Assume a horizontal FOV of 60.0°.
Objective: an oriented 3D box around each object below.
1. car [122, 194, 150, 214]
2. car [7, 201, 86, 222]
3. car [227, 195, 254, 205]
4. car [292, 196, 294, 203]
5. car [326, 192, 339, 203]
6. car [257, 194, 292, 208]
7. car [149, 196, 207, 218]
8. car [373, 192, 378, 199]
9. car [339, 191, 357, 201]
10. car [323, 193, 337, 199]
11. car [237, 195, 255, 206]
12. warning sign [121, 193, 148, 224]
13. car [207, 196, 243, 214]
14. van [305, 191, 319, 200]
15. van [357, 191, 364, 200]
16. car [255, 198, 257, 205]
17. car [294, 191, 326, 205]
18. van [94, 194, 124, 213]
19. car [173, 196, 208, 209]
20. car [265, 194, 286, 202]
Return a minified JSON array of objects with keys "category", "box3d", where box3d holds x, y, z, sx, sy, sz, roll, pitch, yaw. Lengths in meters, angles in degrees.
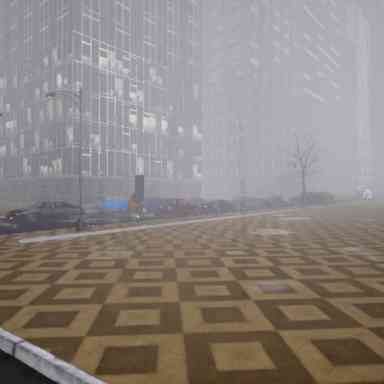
[{"category":"car","box3d":[-4.071,1.235,32.689,1.882,1.535,5.008,0,1,41]},{"category":"car","box3d":[-10.733,1.388,24.923,2.033,1.411,5.357,0,1,41]},{"category":"car","box3d":[7.301,1.148,49.919,1.947,1.339,4.313,1,1,41]},{"category":"car","box3d":[17.160,1.101,52.683,1.994,1.385,4.181,0,1,41]},{"category":"car","box3d":[21.058,0.840,53.081,2.192,1.841,5.009,1,1,41]},{"category":"car","box3d":[9.947,1.244,40.131,1.802,1.307,4.206,1,1,41]},{"category":"car","box3d":[-1.070,1.240,27.097,1.967,1.590,4.097,1,1,41]},{"category":"car","box3d":[39.575,0.848,74.675,2.008,1.369,4.403,1,1,41]},{"category":"car","box3d":[28.575,0.957,61.849,1.752,1.417,4.829,1,1,41]},{"category":"car","box3d":[33.227,0.829,80.147,1.947,1.339,4.313,1,1,41]},{"category":"car","box3d":[7.477,1.216,46.090,1.895,1.301,4.718,0,1,41]},{"category":"warning sign","box3d":[-3.582,0.977,20.725,1.300,1.860,1.060,0,0,41]},{"category":"car","box3d":[2.590,1.320,31.453,1.947,1.339,4.313,1,1,41]},{"category":"van","box3d":[25.821,0.695,71.507,1.690,1.788,3.998,1,1,41]},{"category":"van","box3d":[35.873,0.683,70.354,1.690,1.788,3.998,1,1,41]},{"category":"car","box3d":[10.922,1.178,45.332,1.994,1.385,4.181,0,1,41]},{"category":"car","box3d":[17.355,0.885,48.764,2.192,1.841,5.009,1,1,41]},{"category":"van","box3d":[-7.603,1.106,32.725,1.690,1.788,3.998,1,1,41]},{"category":"car","box3d":[-0.112,1.218,41.290,1.887,1.381,4.507,1,1,41]},{"category":"car","box3d":[14.709,1.056,58.556,1.947,1.339,4.313,1,1,41]}]
